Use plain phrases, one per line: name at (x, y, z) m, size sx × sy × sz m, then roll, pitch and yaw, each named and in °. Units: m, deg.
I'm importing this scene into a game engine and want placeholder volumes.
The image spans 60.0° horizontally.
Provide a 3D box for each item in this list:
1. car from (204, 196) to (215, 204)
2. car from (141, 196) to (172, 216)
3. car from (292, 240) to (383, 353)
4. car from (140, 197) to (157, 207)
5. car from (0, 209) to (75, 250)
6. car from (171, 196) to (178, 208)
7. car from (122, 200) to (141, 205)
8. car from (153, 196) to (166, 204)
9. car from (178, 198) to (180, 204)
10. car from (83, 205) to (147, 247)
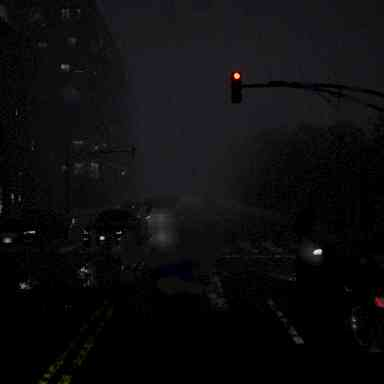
car at (3.176, 1.497, 62.540) m, size 1.882 × 1.535 × 5.008 m, roll 0°, pitch 0°, yaw 0°
car at (-3.442, 1.497, 33.313) m, size 2.128 × 1.511 × 4.902 m, roll 0°, pitch 0°, yaw 0°
car at (3.334, 1.564, 6.151) m, size 1.994 × 1.385 × 4.181 m, roll 0°, pitch 0°, yaw 0°
car at (-6.743, 1.560, 52.533) m, size 2.033 × 1.411 × 5.357 m, roll 0°, pitch 0°, yaw 0°
car at (-6.639, 1.505, 14.420) m, size 2.128 × 1.511 × 4.902 m, roll 0°, pitch -1°, yaw 0°
car at (-3.482, 1.361, 48.359) m, size 2.097 × 1.767 × 4.553 m, roll 0°, pitch 0°, yaw 0°
car at (-6.711, 1.605, 36.449) m, size 1.895 × 1.301 × 4.718 m, roll 0°, pitch 0°, yaw 0°
car at (-6.696, 1.529, 68.454) m, size 2.128 × 1.511 × 4.902 m, roll 0°, pitch 0°, yaw 0°
car at (-3.473, 1.547, 65.428) m, size 1.812 × 1.442 × 4.674 m, roll 0°, pitch 0°, yaw 0°
car at (-3.403, 1.518, 14.978) m, size 1.837 × 1.490 × 4.892 m, roll 0°, pitch -1°, yaw 0°
